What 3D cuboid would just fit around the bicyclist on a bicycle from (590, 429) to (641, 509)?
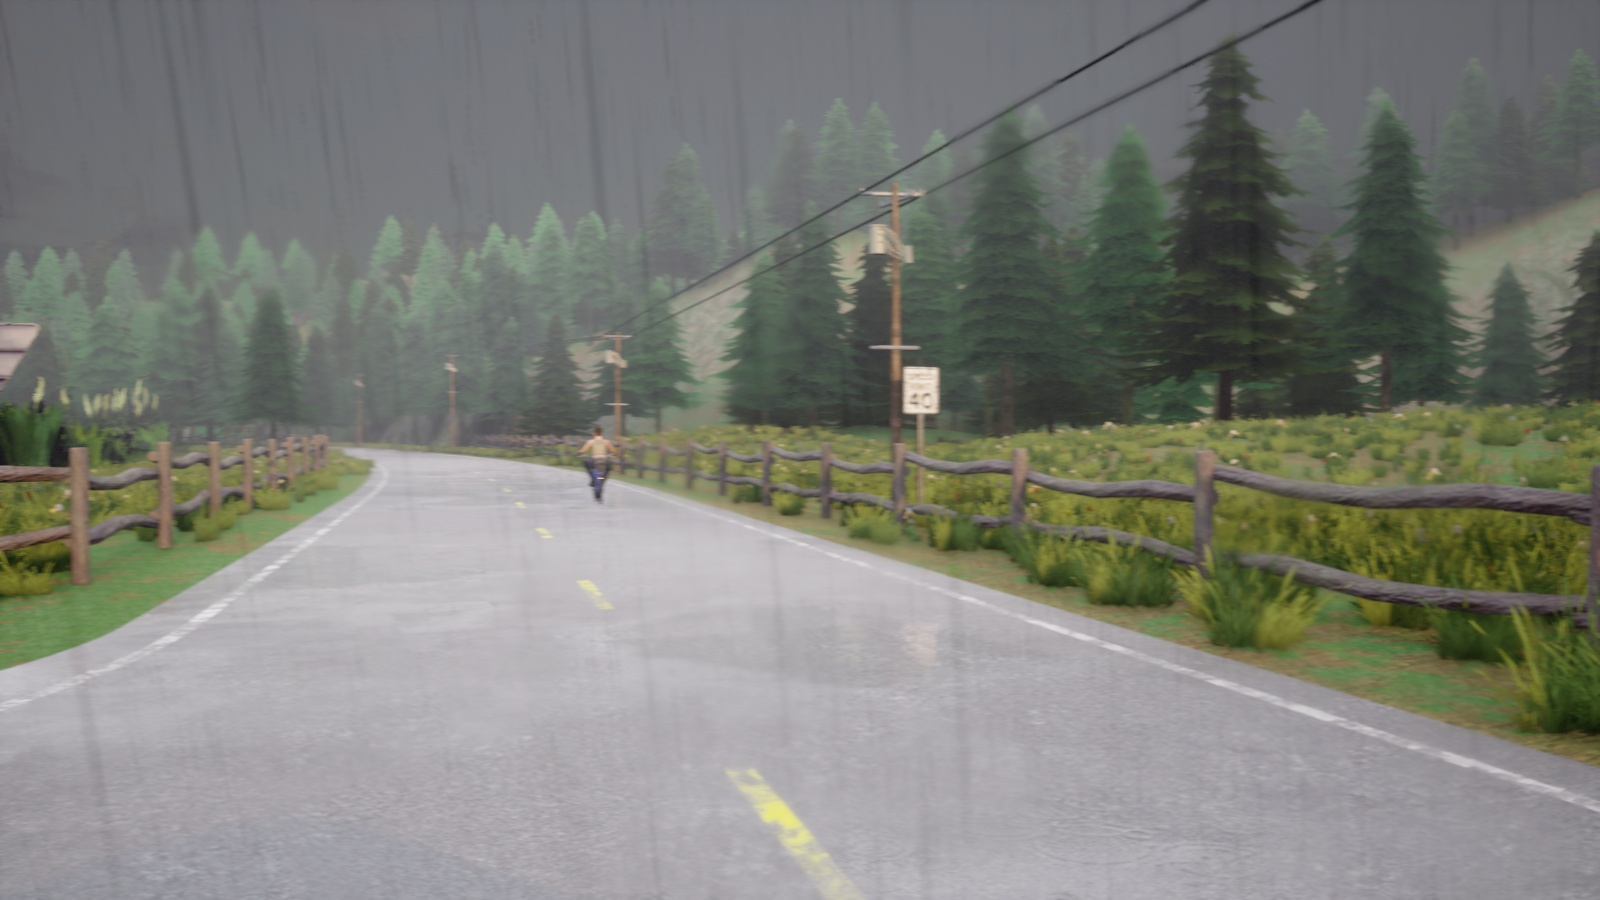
[{"bbox_3d":[-3.920,0.383,26.615,0.866,1.612,1.509,-1,1,-15],"label":"bicyclist on a bicycle"}]
